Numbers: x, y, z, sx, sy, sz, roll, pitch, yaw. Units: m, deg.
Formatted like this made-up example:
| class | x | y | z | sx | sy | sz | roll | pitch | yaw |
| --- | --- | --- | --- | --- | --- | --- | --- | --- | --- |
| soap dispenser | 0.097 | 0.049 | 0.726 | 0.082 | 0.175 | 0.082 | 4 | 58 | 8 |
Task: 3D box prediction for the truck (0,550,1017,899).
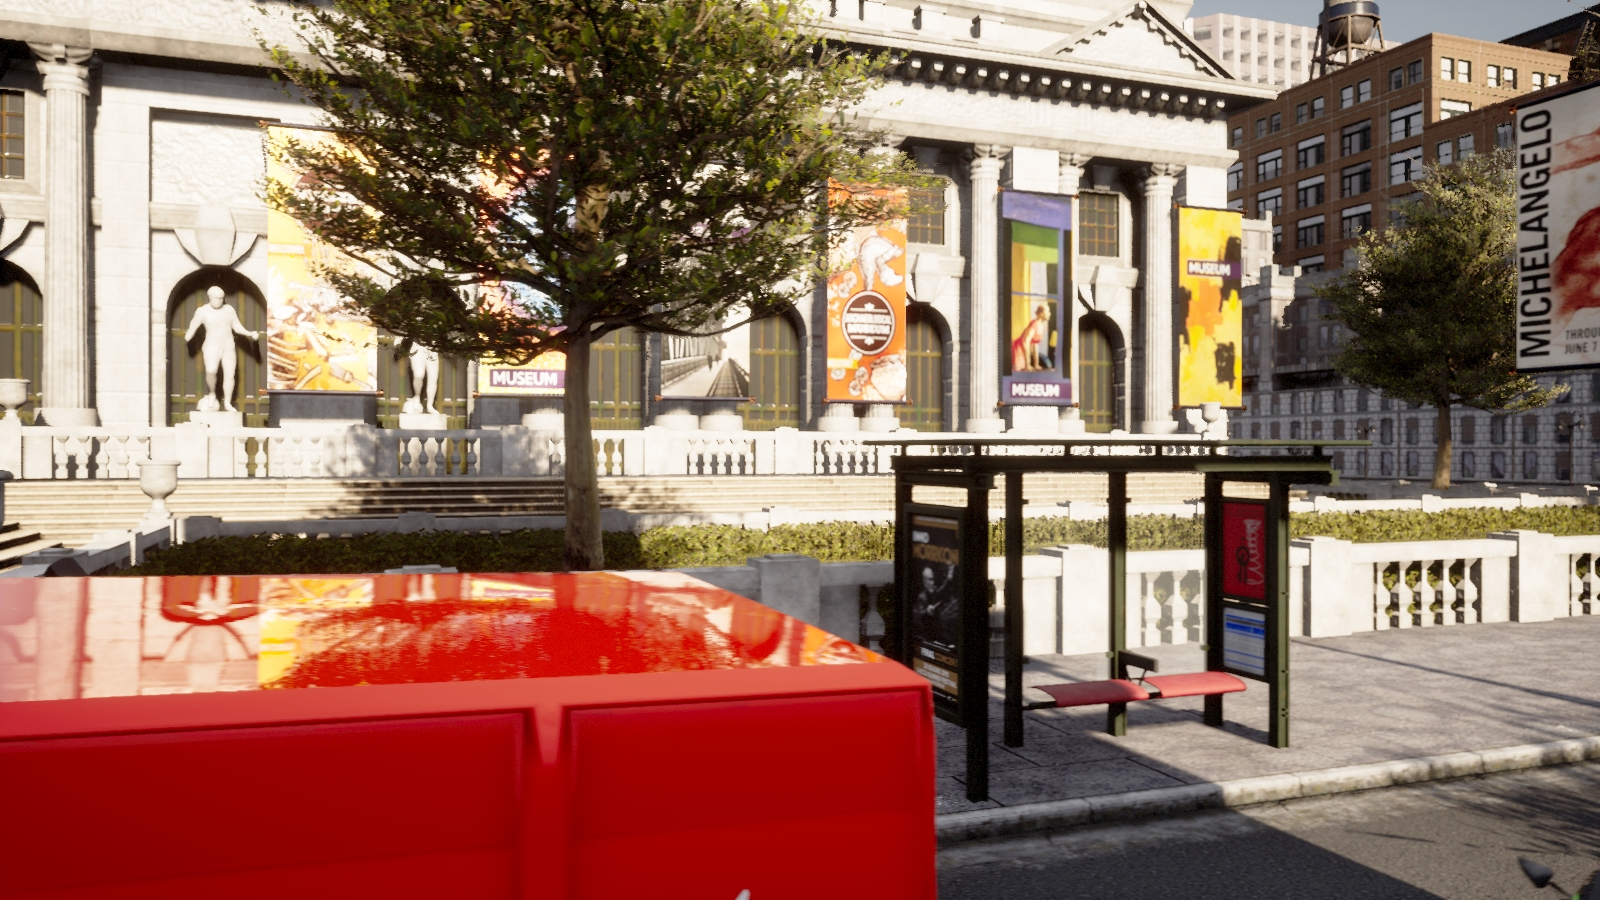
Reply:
| class | x | y | z | sx | sy | sz | roll | pitch | yaw |
| --- | --- | --- | --- | --- | --- | --- | --- | --- | --- |
| truck | -2.529 | 1.581 | 2.372 | 5.204 | 2.467 | 2.627 | 1 | 0 | -20 |
